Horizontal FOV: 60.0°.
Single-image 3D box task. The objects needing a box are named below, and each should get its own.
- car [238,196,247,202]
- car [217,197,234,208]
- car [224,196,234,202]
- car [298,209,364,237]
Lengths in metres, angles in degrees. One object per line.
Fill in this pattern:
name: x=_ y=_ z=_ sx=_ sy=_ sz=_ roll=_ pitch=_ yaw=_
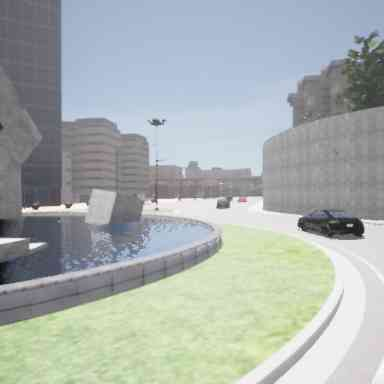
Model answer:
car: x=13.404 y=1.840 z=87.585 sx=2.097 sy=1.767 sz=4.553 roll=0 pitch=0 yaw=14
car: x=5.091 y=1.874 z=53.001 sx=1.994 sy=1.385 sz=4.181 roll=0 pitch=0 yaw=11
car: x=9.814 y=1.944 z=87.657 sx=1.837 sy=1.490 sz=4.892 roll=0 pitch=0 yaw=14
car: x=7.583 y=1.644 z=18.548 sx=1.994 sy=1.385 sz=4.181 roll=0 pitch=0 yaw=-8
